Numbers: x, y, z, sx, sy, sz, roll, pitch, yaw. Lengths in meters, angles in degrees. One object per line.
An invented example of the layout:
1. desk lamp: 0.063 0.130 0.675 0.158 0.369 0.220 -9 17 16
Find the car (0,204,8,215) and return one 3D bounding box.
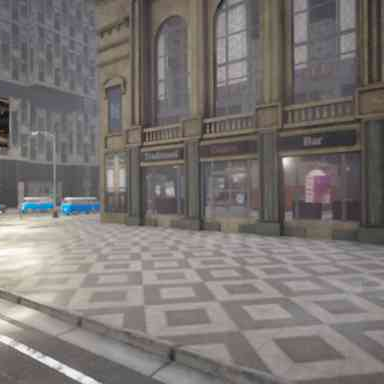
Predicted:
1. car: -21.425 1.768 34.270 2.008 1.369 4.403 0 0 36

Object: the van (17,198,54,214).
1. van: -18.152 1.547 38.836 1.690 1.788 3.998 0 0 36

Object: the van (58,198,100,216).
1. van: -11.223 1.479 33.870 1.690 1.788 3.998 0 0 36

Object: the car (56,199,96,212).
1. car: -14.977 1.721 43.263 1.752 1.417 4.829 0 0 36
